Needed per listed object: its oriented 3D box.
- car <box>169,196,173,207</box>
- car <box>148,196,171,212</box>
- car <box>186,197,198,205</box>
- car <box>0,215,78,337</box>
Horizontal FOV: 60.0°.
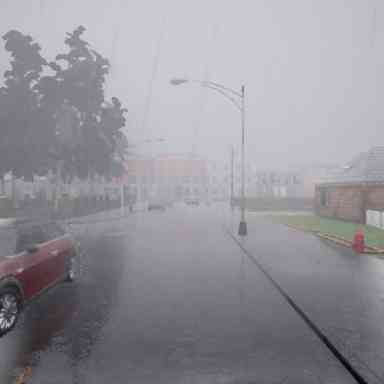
[{"bbox_3d":[-4.008,1.352,49.847,2.097,1.767,4.553,0,0,1],"label":"car"},{"bbox_3d":[-4.053,1.547,39.699,2.033,1.411,5.357,0,0,0],"label":"car"},{"bbox_3d":[0.051,1.564,58.281,1.994,1.385,4.181,0,0,-2],"label":"car"},{"bbox_3d":[-3.925,1.352,6.578,2.097,1.767,4.553,0,0,-1],"label":"car"}]
